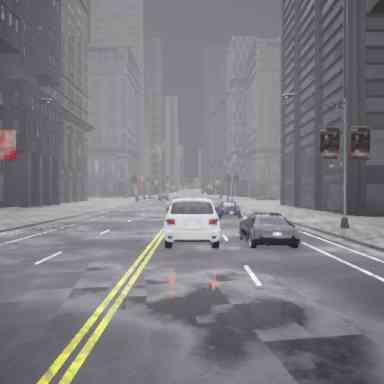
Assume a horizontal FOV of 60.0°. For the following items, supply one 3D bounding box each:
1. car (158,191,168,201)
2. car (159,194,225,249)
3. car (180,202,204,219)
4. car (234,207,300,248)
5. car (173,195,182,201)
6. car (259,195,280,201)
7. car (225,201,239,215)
[{"bbox_3d":[-6.500,1.079,76.695,2.150,2.045,5.566,0,0,0],"label":"car"},{"bbox_3d":[0.000,1.252,14.679,2.150,2.045,5.566,0,0,0],"label":"car"},{"bbox_3d":[0.000,1.603,29.679,1.895,1.301,4.718,0,0,0],"label":"car"},{"bbox_3d":[3.250,1.566,14.650,1.994,1.385,4.181,0,0,0],"label":"car"},{"bbox_3d":[-3.250,1.449,76.696,1.895,1.301,4.718,0,0,0],"label":"car"},{"bbox_3d":[20.732,1.706,87.288,4.507,1.381,1.887,1,-1,0],"label":"car"},{"bbox_3d":[3.250,1.520,29.650,1.812,1.442,4.674,0,0,0],"label":"car"}]
